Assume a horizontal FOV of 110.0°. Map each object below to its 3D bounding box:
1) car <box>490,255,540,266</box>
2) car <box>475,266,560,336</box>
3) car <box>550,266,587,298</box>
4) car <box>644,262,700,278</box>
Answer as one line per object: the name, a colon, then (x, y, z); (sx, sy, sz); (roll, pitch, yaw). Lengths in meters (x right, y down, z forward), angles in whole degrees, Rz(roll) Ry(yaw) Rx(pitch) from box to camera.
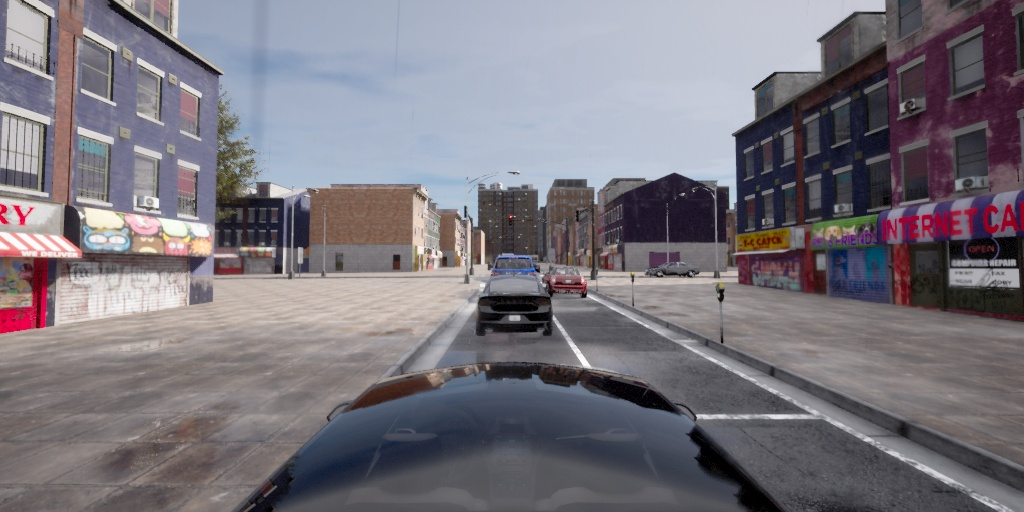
car: (0.067, 0.993, 18.001); (2.150, 2.045, 5.566); (0, 0, 0)
car: (0.036, 1.235, 10.469); (1.882, 1.535, 5.008); (0, 0, -1)
car: (2.615, 1.211, 18.689); (1.967, 1.591, 4.097); (0, 0, 0)
car: (14.948, 1.316, 33.534); (4.902, 1.511, 2.128); (0, -2, 0)
